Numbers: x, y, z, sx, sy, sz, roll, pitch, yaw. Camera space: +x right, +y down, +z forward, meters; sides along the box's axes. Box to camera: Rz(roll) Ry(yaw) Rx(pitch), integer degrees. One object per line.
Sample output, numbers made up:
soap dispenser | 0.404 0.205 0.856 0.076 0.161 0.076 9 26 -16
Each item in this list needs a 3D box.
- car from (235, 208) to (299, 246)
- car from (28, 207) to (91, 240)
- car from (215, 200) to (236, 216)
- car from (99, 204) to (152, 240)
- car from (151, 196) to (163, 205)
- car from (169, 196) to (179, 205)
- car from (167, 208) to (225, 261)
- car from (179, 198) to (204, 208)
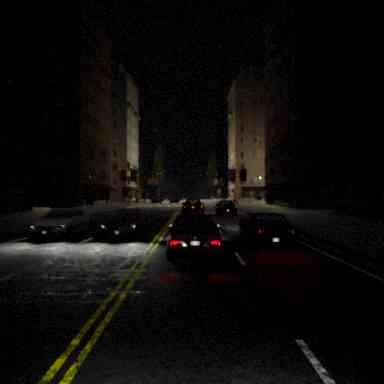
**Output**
car | 3.353 1.612 15.450 1.895 1.301 4.718 0 0 0
car | -6.598 1.538 17.176 1.812 1.442 4.674 0 0 0
car | 3.353 1.551 33.179 1.812 1.442 4.674 0 0 0
car | -3.348 1.538 17.143 1.812 1.442 4.674 0 0 0
car | -6.492 1.529 61.711 1.882 1.535 5.008 0 0 0
car | -3.242 1.547 61.710 1.837 1.490 4.892 0 0 0
car | 0.097 1.556 12.274 2.033 1.411 5.357 0 0 0
car | 0.100 1.376 31.855 2.097 1.767 4.553 0 0 0
